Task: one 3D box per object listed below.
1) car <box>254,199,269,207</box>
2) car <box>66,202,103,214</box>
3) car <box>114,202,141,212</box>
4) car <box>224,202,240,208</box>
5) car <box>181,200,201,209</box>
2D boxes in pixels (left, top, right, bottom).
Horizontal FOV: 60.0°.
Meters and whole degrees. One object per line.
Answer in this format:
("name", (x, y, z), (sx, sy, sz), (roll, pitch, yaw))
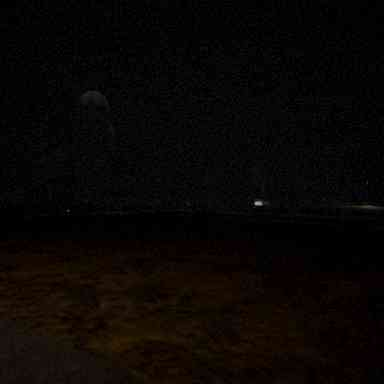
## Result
("car", (17.835, 2.893, 85.690), (2.150, 2.045, 5.566), (-2, -2, 36))
("car", (-13.439, 2.033, 41.900), (1.837, 1.490, 4.892), (-2, -2, 36))
("car", (-9.969, 2.341, 51.752), (1.812, 1.442, 4.674), (-2, -2, 36))
("car", (8.819, 2.874, 73.105), (2.128, 1.511, 4.902), (-2, -2, 36))
("car", (-0.109, 2.335, 65.386), (2.097, 1.767, 4.553), (-2, -2, 36))
